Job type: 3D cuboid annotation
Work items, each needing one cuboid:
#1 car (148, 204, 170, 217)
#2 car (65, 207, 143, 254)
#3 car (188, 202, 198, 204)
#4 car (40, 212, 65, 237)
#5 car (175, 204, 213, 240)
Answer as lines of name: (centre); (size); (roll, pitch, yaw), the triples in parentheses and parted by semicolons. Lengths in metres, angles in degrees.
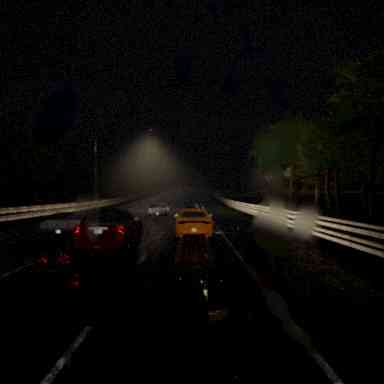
car: (-3.406, 1.876, 35.070); (1.895, 1.301, 4.718); (0, 0, 0)
car: (-3.403, 1.483, 14.202); (2.097, 1.767, 4.553); (0, 0, 0)
car: (0.093, 1.845, 36.974); (1.994, 1.385, 4.181); (0, 0, 0)
car: (-6.904, 1.773, 19.407); (1.895, 1.301, 4.718); (0, 0, 0)
car: (0.097, 1.639, 17.983); (1.882, 1.535, 5.008); (0, 0, 0)
